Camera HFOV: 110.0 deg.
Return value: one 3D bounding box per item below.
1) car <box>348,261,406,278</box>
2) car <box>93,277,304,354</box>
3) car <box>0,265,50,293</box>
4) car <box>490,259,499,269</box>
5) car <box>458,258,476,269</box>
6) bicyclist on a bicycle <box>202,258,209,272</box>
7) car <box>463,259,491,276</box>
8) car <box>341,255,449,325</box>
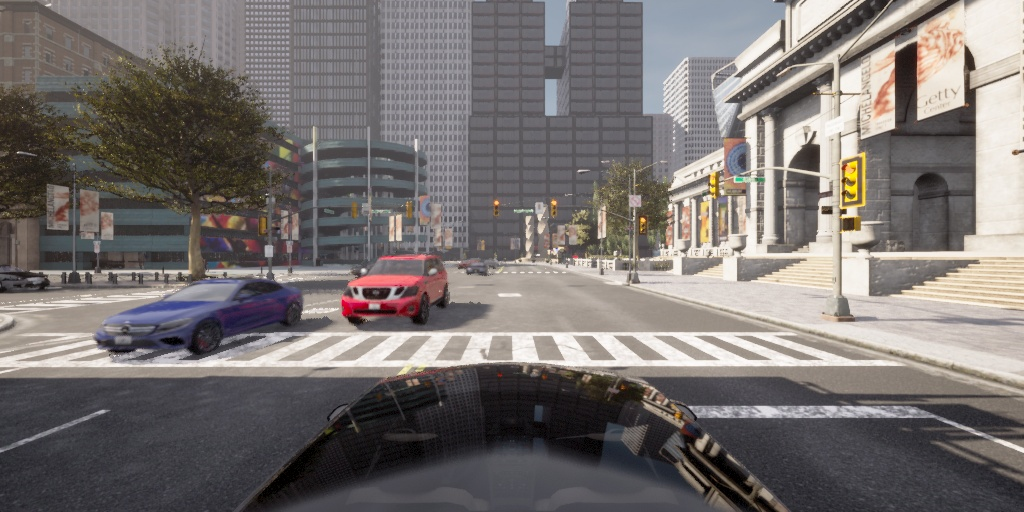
[{"bbox_3d":[-12.900,1.255,34.472,4.892,1.490,1.837,0,2,-36],"label":"car"},{"bbox_3d":[-7.085,1.276,8.870,1.812,1.442,4.674,0,0,0],"label":"car"},{"bbox_3d":[-29.161,1.242,20.161,4.902,1.511,2.128,0,0,0],"label":"car"},{"bbox_3d":[-3.495,1.252,55.681,1.837,1.490,4.892,0,1,0],"label":"car"},{"bbox_3d":[-6.994,1.351,54.363,1.895,1.301,4.718,0,0,0],"label":"car"},{"bbox_3d":[-34.155,1.051,39.630,0.582,1.620,1.656,0,0,0],"label":"bicyclist on a bicycle"},{"bbox_3d":[-3.529,1.314,37.035,1.994,1.385,4.181,0,0,0],"label":"car"},{"bbox_3d":[-3.577,0.970,12.163,2.150,2.045,5.566,0,0,1],"label":"car"}]
